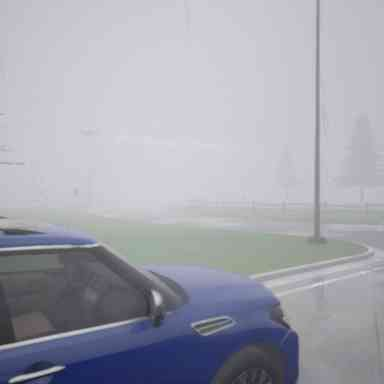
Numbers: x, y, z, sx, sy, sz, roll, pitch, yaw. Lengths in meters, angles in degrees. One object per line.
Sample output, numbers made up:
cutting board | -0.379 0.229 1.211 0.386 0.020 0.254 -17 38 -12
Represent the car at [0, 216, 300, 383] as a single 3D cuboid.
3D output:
car | -1.550 1.221 2.641 5.566 2.045 2.150 1 0 -36
